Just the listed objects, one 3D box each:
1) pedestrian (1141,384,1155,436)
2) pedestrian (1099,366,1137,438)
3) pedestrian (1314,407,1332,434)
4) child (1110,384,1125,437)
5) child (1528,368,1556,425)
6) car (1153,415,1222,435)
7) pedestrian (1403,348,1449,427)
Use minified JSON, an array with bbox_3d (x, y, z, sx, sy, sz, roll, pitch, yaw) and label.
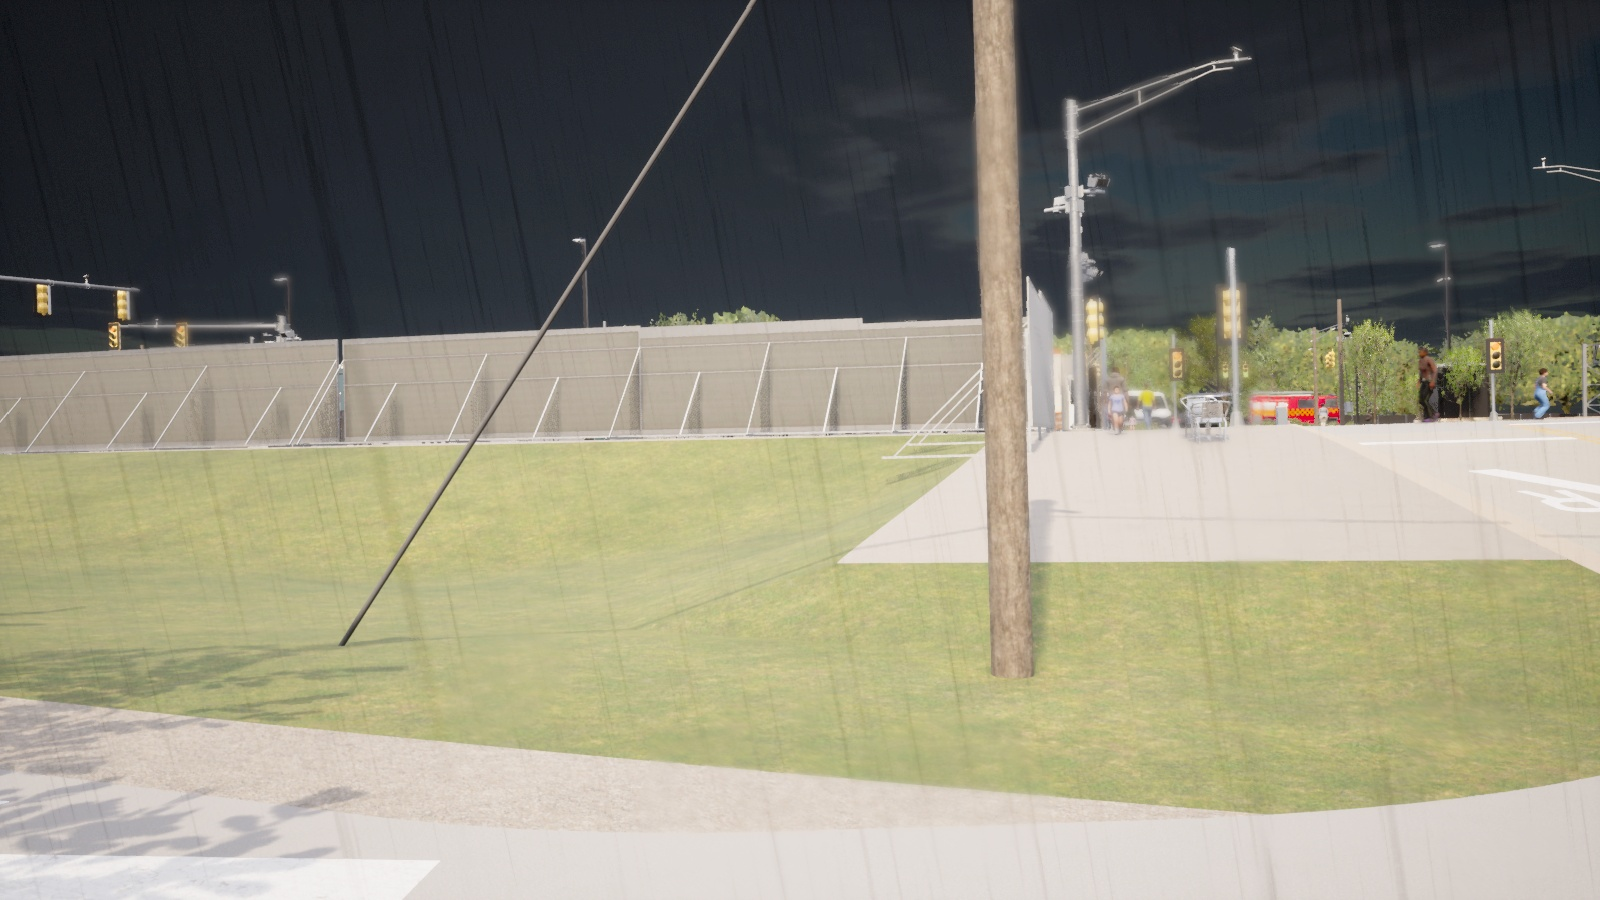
[{"bbox_3d":[12.649,-1.445,45.672,0.354,1.836,0.706,-1,0,9],"label":"pedestrian"},{"bbox_3d":[8.823,-1.329,34.840,0.659,1.952,0.873,-1,0,43],"label":"pedestrian"},{"bbox_3d":[36.433,-2.055,87.511,0.874,1.855,0.900,-1,0,4],"label":"pedestrian"},{"bbox_3d":[6.712,-0.827,26.543,0.255,1.110,0.394,-1,0,10],"label":"child"},{"bbox_3d":[16.706,-1.206,28.279,0.437,1.263,0.270,-1,0,3],"label":"child"},{"bbox_3d":[28.959,-1.867,94.052,2.163,1.488,4.792,-2,1,-29],"label":"car"},{"bbox_3d":[14.448,-1.441,28.995,0.869,1.805,0.328,-1,0,1],"label":"pedestrian"}]
